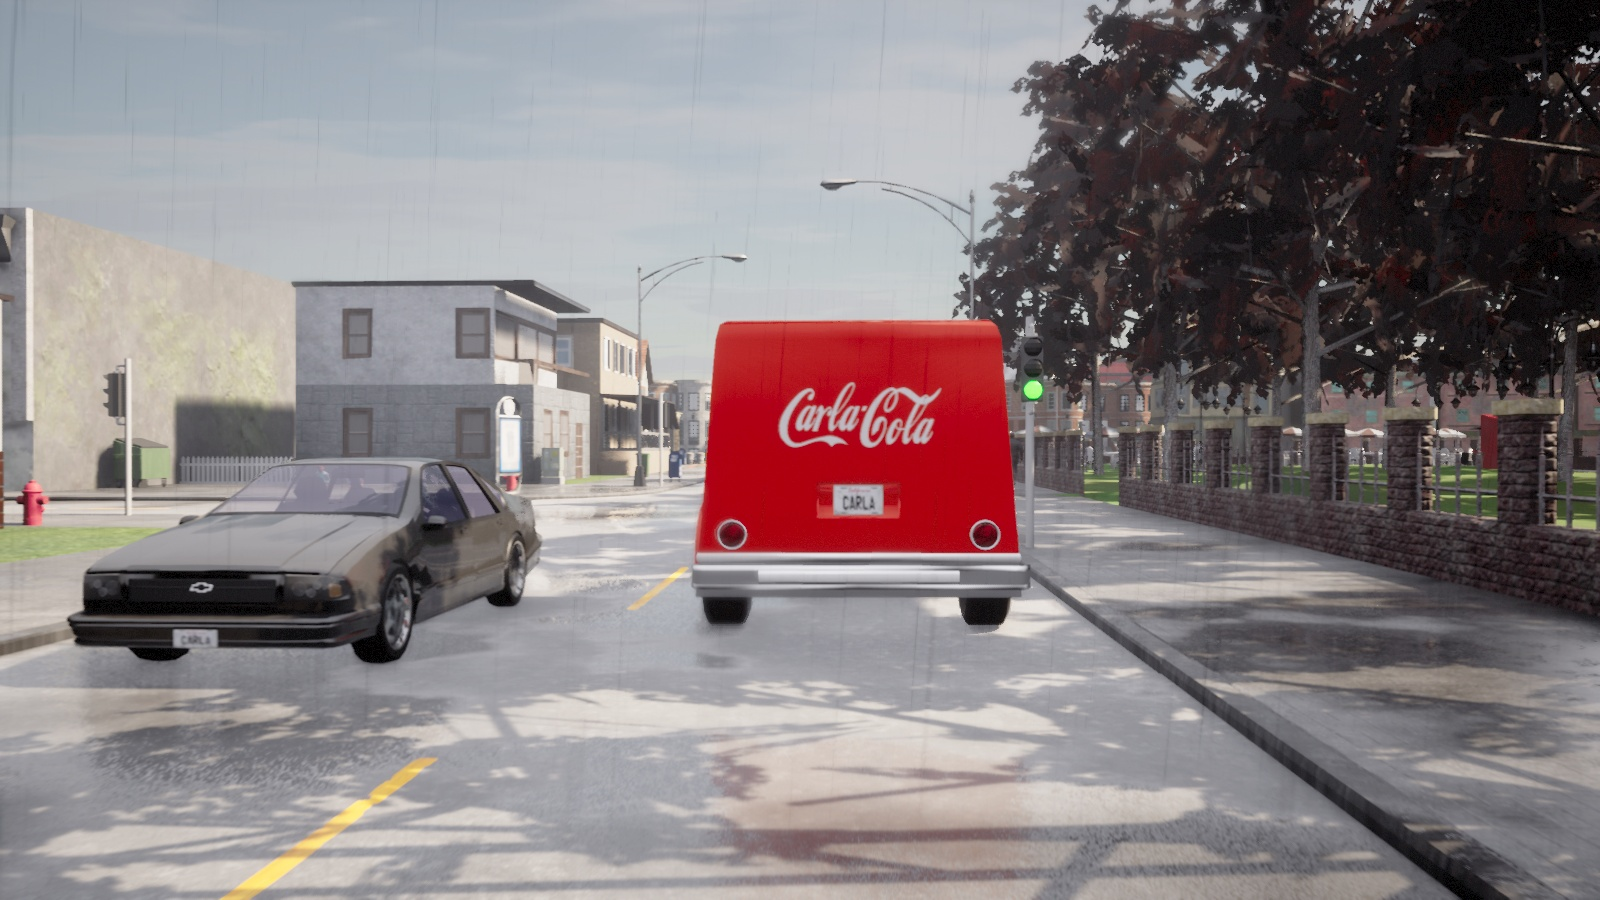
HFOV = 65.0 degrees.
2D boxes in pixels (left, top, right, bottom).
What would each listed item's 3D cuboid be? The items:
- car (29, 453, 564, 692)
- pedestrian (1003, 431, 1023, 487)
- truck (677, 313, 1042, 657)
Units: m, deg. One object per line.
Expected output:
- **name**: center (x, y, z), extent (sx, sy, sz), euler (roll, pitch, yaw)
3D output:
- **car**: center (-3.581, 0.750, 10.328), extent (2.033, 1.411, 5.357), euler (0, 0, 3)
- **pedestrian**: center (7.214, 0.292, 42.557), extent (0.563, 1.883, 0.849), euler (0, 0, 3)
- **truck**: center (0.492, 0.221, 11.650), extent (2.627, 2.467, 5.204), euler (0, 1, 2)
